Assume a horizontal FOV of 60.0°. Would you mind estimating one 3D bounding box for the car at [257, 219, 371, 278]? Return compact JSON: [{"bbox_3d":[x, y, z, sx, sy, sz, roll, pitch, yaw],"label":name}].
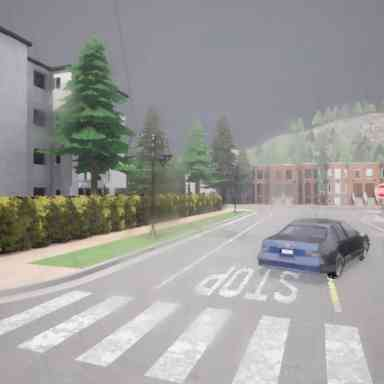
[{"bbox_3d":[3.953,1.531,10.199,2.033,1.411,5.357,0,0,39],"label":"car"}]
